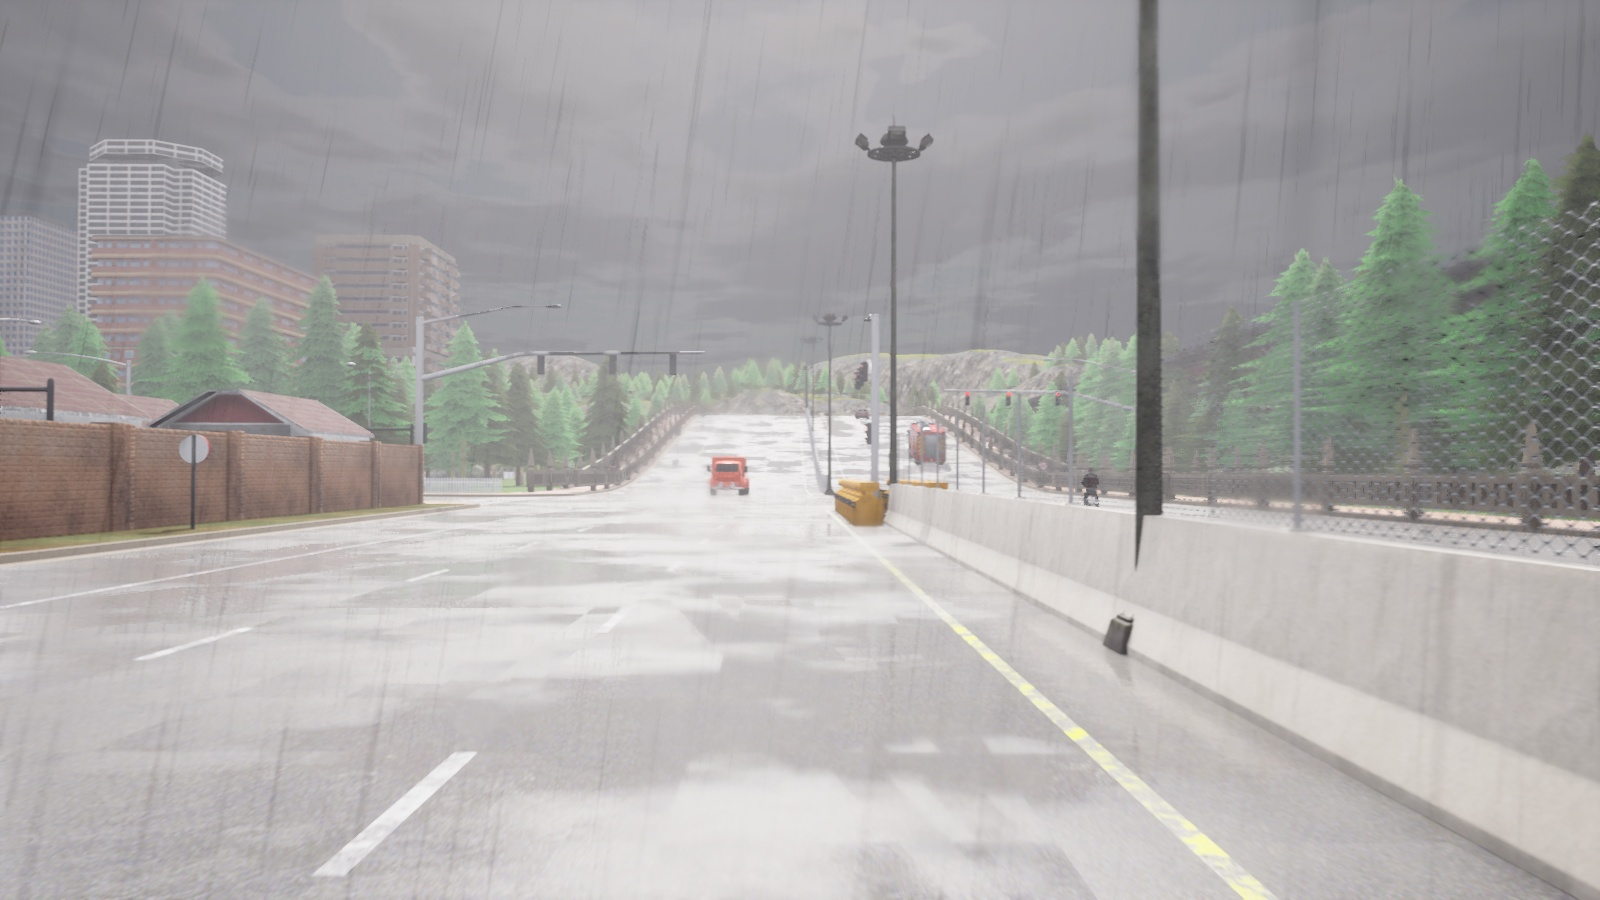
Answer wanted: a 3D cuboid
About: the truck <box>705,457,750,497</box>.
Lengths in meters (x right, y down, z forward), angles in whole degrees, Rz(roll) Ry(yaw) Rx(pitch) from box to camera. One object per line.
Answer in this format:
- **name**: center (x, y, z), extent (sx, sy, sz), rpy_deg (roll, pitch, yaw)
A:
- **truck**: center (-4.585, 1.692, 80.378), extent (2.627, 2.467, 5.204), rpy_deg (0, -1, -1)
